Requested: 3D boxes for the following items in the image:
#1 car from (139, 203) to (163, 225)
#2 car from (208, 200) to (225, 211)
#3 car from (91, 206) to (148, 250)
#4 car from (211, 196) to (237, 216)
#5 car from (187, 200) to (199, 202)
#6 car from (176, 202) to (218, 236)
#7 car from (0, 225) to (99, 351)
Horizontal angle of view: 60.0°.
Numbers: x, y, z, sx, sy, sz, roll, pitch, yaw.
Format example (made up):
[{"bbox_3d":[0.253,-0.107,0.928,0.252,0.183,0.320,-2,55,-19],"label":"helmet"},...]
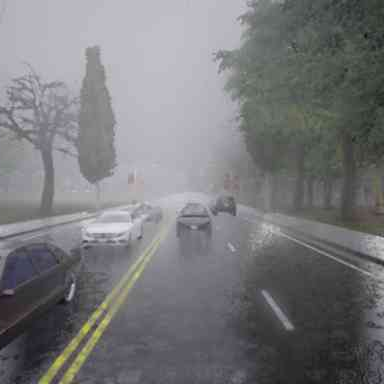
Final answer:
[{"bbox_3d":[-3.245,1.580,25.142,2.128,1.511,4.902,0,0,0],"label":"car"},{"bbox_3d":[3.267,1.793,45.720,2.033,1.411,5.357,0,0,0],"label":"car"},{"bbox_3d":[-3.304,1.556,14.707,1.812,1.442,4.674,0,0,0],"label":"car"},{"bbox_3d":[3.256,1.379,34.232,2.150,2.045,5.566,0,0,0],"label":"car"},{"bbox_3d":[0.106,1.691,39.717,2.128,1.511,4.902,0,0,0],"label":"car"},{"bbox_3d":[0.102,1.541,18.851,2.128,1.511,4.902,0,0,0],"label":"car"},{"bbox_3d":[-3.344,1.552,5.378,2.033,1.411,5.357,0,0,0],"label":"car"}]
